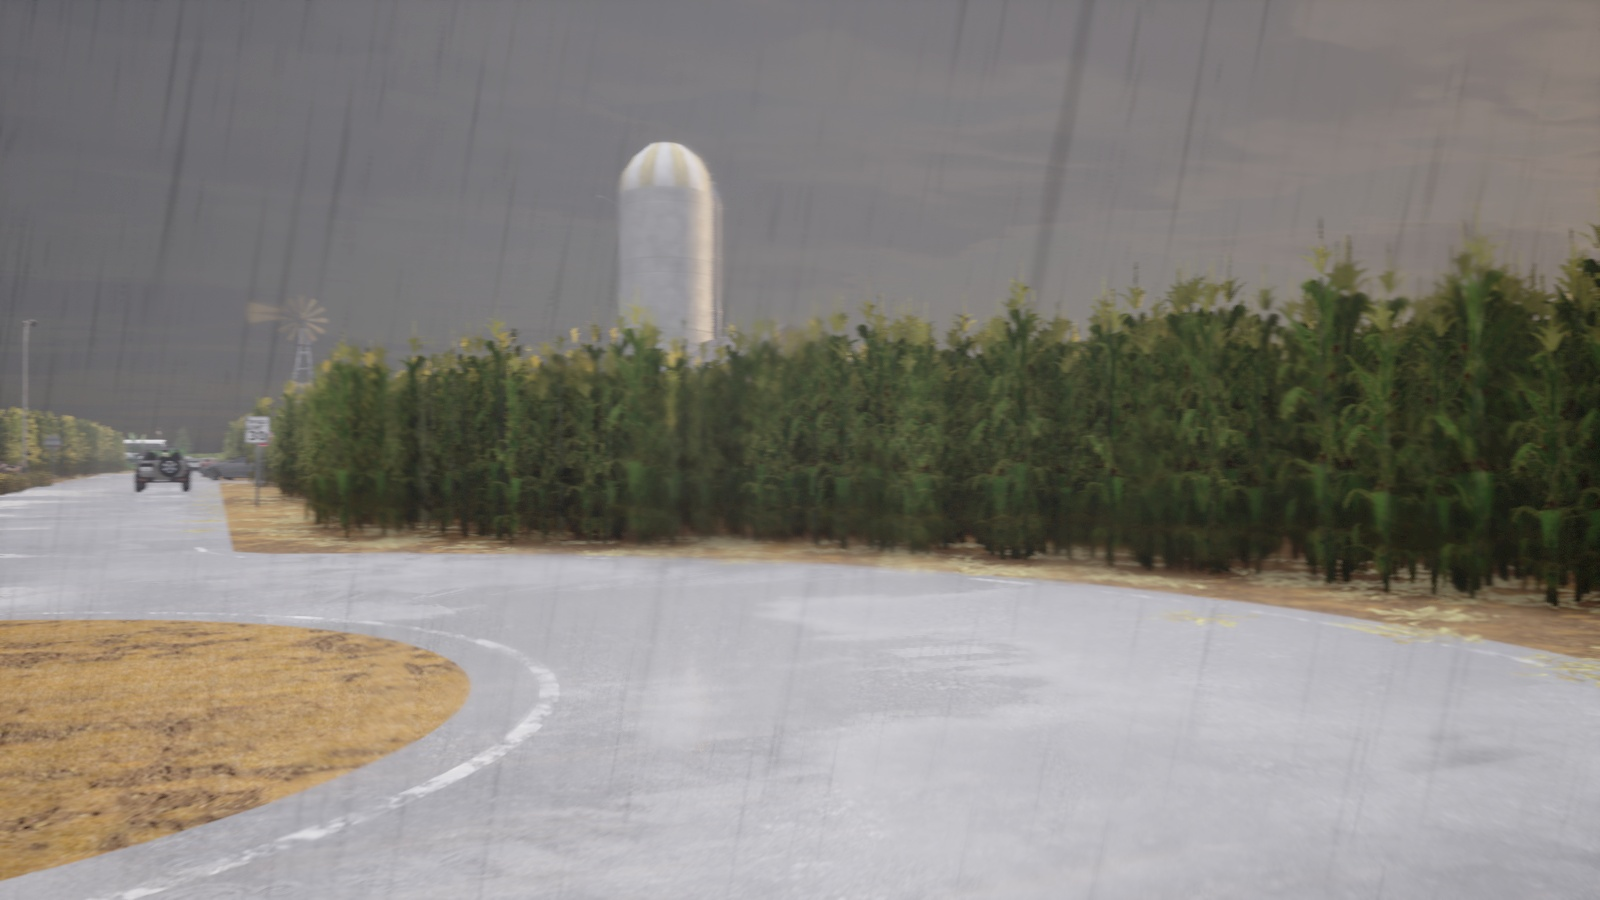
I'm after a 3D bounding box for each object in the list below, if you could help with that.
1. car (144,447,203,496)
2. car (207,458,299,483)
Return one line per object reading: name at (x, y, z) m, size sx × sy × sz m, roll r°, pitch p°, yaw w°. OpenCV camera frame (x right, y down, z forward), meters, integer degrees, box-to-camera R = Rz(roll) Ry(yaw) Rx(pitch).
car at (-25.019, 0.813, 50.245) m, size 1.932 × 1.855 × 4.605 m, roll 0°, pitch 0°, yaw -24°
car at (-29.787, 1.115, 68.480) m, size 4.181 × 1.385 × 1.994 m, roll 0°, pitch -1°, yaw -1°
